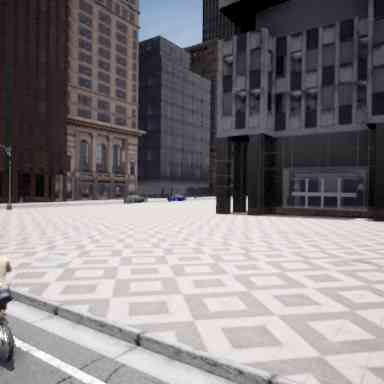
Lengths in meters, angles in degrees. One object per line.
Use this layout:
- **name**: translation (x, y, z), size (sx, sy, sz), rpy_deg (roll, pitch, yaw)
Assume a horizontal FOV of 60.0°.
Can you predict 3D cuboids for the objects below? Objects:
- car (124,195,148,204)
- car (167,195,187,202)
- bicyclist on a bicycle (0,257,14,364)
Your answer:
- **car**: translation (-9.886, 1.326, 58.804), size (2.128, 1.511, 4.902), rpy_deg (1, 1, 35)
- **car**: translation (-3.052, 1.263, 68.552), size (1.882, 1.535, 5.008), rpy_deg (1, 1, 35)
- **bicyclist on a bicycle**: translation (-2.864, 1.433, 4.619), size (1.509, 1.612, 0.866), rpy_deg (0, 0, 35)
